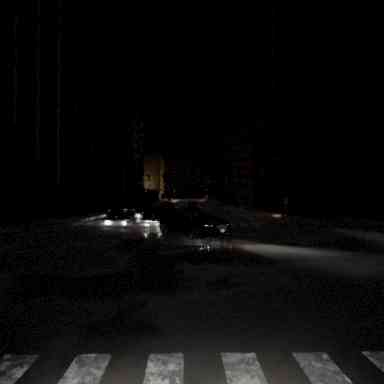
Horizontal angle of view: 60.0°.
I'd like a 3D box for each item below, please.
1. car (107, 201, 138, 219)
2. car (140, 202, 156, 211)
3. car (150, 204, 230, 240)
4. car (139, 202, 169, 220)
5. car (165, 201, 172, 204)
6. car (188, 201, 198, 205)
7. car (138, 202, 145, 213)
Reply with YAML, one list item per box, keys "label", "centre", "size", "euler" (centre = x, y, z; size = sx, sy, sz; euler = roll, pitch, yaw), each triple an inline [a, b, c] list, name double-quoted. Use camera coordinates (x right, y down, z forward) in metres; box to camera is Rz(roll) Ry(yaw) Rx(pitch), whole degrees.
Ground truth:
- label: "car"
  centre: [-7.094, 1.777, 33.524]
  size: [2.097, 1.767, 4.553]
  euler: [0, -1, 0]
- label: "car"
  centre: [-7.059, 2.275, 53.252]
  size: [1.895, 1.301, 4.718]
  euler: [0, -1, 1]
- label: "car"
  centre: [0.012, 1.675, 18.397]
  size: [2.128, 1.511, 4.902]
  euler: [0, -1, -38]
- label: "car"
  centre: [-3.601, 1.973, 32.261]
  size: [1.994, 1.385, 4.181]
  euler: [0, -1, 0]
- label: "car"
  centre: [-3.593, 2.088, 46.972]
  size: [2.128, 1.511, 4.902]
  euler: [0, -1, 0]
- label: "car"
  centre: [0.084, 2.238, 54.466]
  size: [2.033, 1.411, 5.357]
  euler: [0, -1, 0]
- label: "car"
  centre: [-7.099, 2.092, 42.994]
  size: [2.033, 1.411, 5.357]
  euler: [0, -1, 0]
